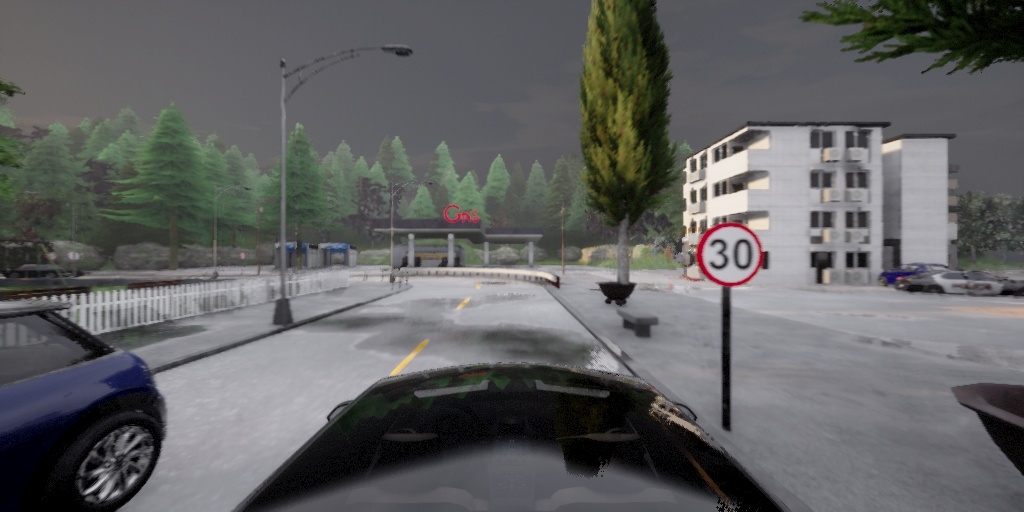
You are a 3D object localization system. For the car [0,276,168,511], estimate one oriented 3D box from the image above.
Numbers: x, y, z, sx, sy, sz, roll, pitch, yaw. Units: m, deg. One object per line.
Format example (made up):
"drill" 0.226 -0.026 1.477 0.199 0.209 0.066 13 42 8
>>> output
"car" -4.100 1.102 1.194 2.097 1.767 4.553 0 0 0

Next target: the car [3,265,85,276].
"car" -38.463 1.354 29.590 4.718 1.301 1.895 0 0 0
